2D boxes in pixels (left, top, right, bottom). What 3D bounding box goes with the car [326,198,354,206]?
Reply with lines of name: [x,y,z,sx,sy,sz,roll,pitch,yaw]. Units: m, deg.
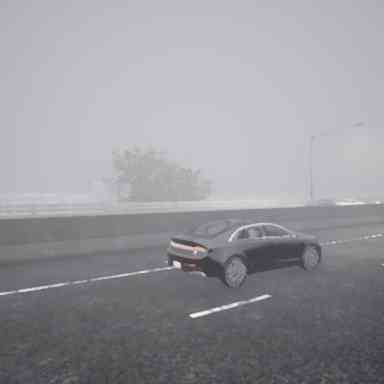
car: [17.909,1.527,38.249,4.674,1.442,1.812,0,0,-35]

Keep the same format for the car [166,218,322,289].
car: [1.631,1.495,9.241,4.902,1.511,2.128,0,0,-35]

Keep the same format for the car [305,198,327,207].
car: [16.053,1.506,41.221,4.892,1.490,1.837,0,0,-35]

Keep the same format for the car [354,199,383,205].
car: [19.881,1.549,35.361,5.357,1.411,2.033,0,0,-35]
